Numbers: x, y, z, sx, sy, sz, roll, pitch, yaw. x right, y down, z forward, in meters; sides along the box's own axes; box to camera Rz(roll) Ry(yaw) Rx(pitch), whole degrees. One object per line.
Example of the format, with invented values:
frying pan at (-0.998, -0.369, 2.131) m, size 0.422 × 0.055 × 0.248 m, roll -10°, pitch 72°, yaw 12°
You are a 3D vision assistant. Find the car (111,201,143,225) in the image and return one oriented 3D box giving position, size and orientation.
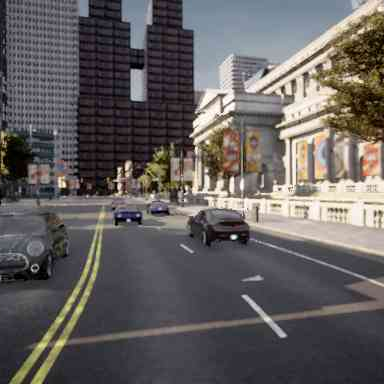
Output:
car at (-4.783, 1.614, 24.452) m, size 1.895 × 1.301 × 4.718 m, roll 0°, pitch 0°, yaw -14°

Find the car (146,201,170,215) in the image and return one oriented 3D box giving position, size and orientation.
car at (-3.507, 1.564, 33.558) m, size 1.994 × 1.385 × 4.181 m, roll 0°, pitch 0°, yaw -14°

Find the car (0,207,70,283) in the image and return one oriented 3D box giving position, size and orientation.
car at (-4.966, 1.374, 9.752) m, size 2.097 × 1.767 × 4.553 m, roll 0°, pitch 0°, yaw -12°

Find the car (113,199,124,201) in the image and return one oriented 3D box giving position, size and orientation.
car at (-8.976, 1.575, 40.837) m, size 2.033 × 1.411 × 5.357 m, roll 0°, pitch 0°, yaw -14°

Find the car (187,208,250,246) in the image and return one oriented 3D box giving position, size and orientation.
car at (1.072, 1.490, 15.241) m, size 1.837 × 1.490 × 4.892 m, roll 0°, pitch 0°, yaw -13°
